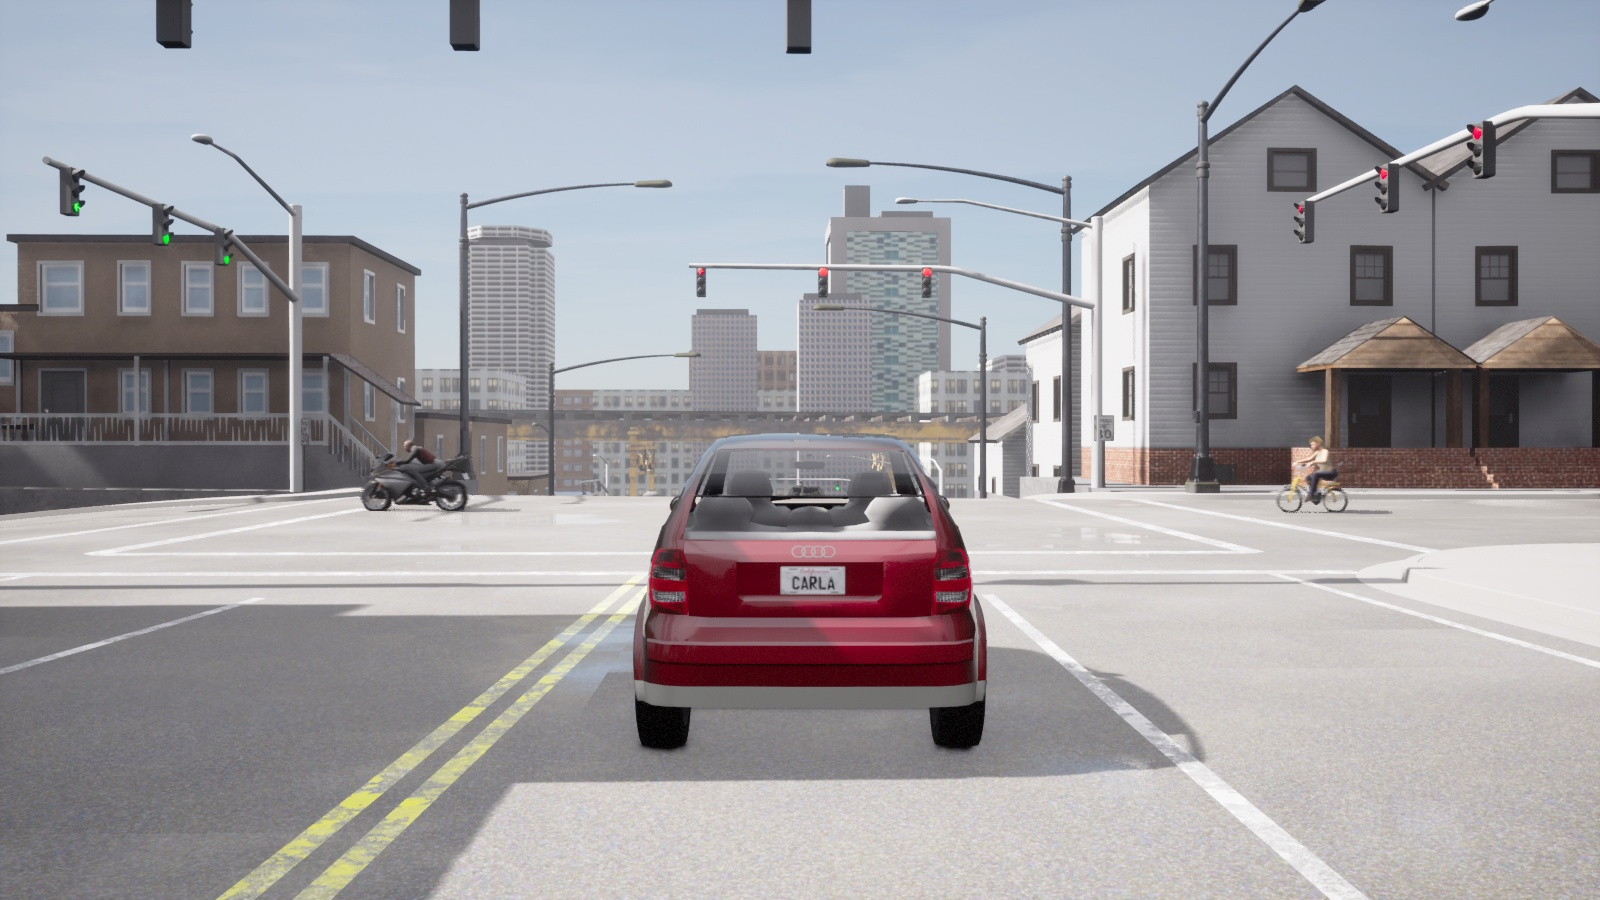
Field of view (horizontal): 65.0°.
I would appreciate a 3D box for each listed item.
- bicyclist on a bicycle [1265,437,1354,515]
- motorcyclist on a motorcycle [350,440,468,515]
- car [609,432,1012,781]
[{"bbox_3d":[10.697,0.543,26.408,1.509,1.612,0.866,0,0,0],"label":"bicyclist on a bicycle"},{"bbox_3d":[-8.147,0.557,26.255,2.191,1.530,0.866,0,1,0],"label":"motorcyclist on a motorcycle"},{"bbox_3d":[0.056,0.683,7.431,1.789,1.549,3.705,0,0,0],"label":"car"}]
